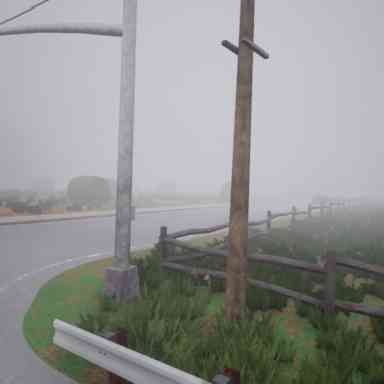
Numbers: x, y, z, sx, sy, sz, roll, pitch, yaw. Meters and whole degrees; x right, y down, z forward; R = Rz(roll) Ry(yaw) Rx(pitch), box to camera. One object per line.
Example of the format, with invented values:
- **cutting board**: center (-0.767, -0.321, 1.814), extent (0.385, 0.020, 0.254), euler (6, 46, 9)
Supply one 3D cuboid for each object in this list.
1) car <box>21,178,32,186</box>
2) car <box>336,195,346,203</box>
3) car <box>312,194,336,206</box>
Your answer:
- **car**: center (-39.098, -2.270, 79.179), extent (1.905, 1.878, 3.866), euler (8, 2, -13)
- **car**: center (24.076, 1.176, 54.820), extent (1.895, 1.301, 4.718), euler (3, 2, 33)
- **car**: center (17.735, 1.072, 45.117), extent (1.882, 1.535, 5.008), euler (3, 2, 33)
